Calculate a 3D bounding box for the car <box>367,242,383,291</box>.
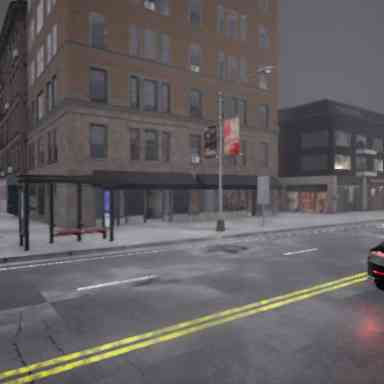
[{"bbox_3d":[5.975,1.481,7.704,4.902,1.511,2.128,0,0,-36],"label":"car"}]
